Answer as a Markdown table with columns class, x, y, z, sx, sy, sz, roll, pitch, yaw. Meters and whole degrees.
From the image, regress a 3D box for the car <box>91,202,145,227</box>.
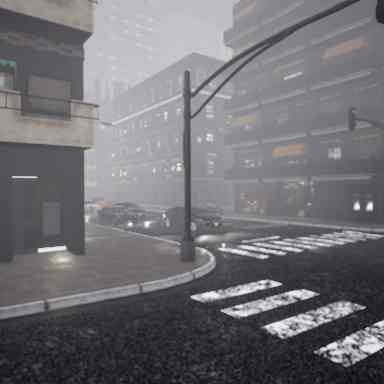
| class | x | y | z | sx | sy | sz | roll | pitch | yaw |
| --- | --- | --- | --- | --- | --- | --- | --- | --- | --- |
| car | -5.487 | 1.686 | 24.317 | 1.947 | 1.339 | 4.313 | -1 | 0 | -36 |

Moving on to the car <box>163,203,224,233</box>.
| class | x | y | z | sx | sy | sz | roll | pitch | yaw |
| --- | --- | --- | --- | --- | --- | --- | --- | --- | --- |
| car | -0.036 | 1.603 | 21.003 | 1.837 | 1.490 | 4.892 | -1 | 0 | -36 |

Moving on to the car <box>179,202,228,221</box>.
| class | x | y | z | sx | sy | sz | roll | pitch | yaw |
| --- | --- | --- | --- | --- | --- | --- | --- | --- | --- |
| car | 0.890 | 1.612 | 28.947 | 2.008 | 1.369 | 4.403 | -1 | 0 | -36 |

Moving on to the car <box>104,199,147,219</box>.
| class | x | y | z | sx | sy | sz | roll | pitch | yaw |
| --- | --- | --- | --- | --- | --- | --- | --- | --- | --- |
| car | -5.608 | 1.608 | 28.678 | 1.837 | 1.490 | 4.892 | -1 | 0 | -36 |

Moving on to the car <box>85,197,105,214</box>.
| class | x | y | z | sx | sy | sz | roll | pitch | yaw |
| --- | --- | --- | --- | --- | --- | --- | --- | --- | --- |
| car | -11.661 | 1.635 | 37.030 | 1.812 | 1.442 | 4.674 | -1 | 0 | -36 |

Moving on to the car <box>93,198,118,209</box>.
| class | x | y | z | sx | sy | sz | roll | pitch | yaw |
| --- | --- | --- | --- | --- | --- | --- | --- | --- | --- |
| car | -12.226 | 1.616 | 47.014 | 1.887 | 1.381 | 4.507 | -1 | 0 | -36 |
